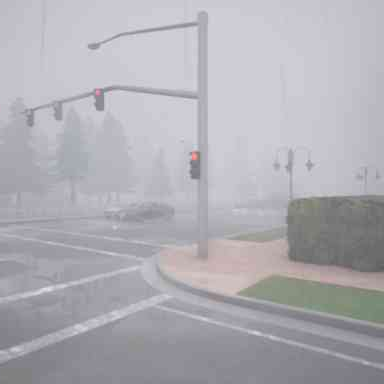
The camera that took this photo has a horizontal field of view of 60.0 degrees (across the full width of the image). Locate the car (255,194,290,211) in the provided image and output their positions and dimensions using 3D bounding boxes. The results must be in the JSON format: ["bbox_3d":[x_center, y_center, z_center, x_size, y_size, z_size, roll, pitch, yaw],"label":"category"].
[{"bbox_3d":[10.570,1.220,42.287,2.150,2.045,5.566,0,0,39],"label":"car"}]

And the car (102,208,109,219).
[{"bbox_3d":[-5.312,1.521,28.050,1.812,1.442,4.674,0,0,38],"label":"car"}]

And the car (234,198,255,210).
[{"bbox_3d":[7.670,1.543,44.268,2.033,1.411,5.357,0,0,39],"label":"car"}]

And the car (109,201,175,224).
[{"bbox_3d":[-3.345,1.487,24.930,2.128,1.511,4.902,0,0,39],"label":"car"}]
